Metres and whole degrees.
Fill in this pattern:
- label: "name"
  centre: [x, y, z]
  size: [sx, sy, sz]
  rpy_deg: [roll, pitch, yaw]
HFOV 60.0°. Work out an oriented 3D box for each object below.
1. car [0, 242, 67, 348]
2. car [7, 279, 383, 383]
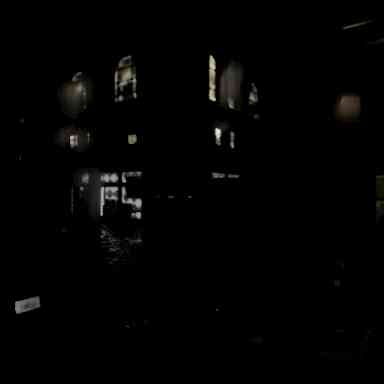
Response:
- label: "car"
  centre: [-3.871, 1.524, 5.640]
  size: [4.313, 1.339, 1.947]
  rpy_deg: [0, 0, 36]
- label: "car"
  centre: [0.637, 1.577, 2.422]
  size: [4.206, 1.307, 1.802]
  rpy_deg: [0, 0, 36]
